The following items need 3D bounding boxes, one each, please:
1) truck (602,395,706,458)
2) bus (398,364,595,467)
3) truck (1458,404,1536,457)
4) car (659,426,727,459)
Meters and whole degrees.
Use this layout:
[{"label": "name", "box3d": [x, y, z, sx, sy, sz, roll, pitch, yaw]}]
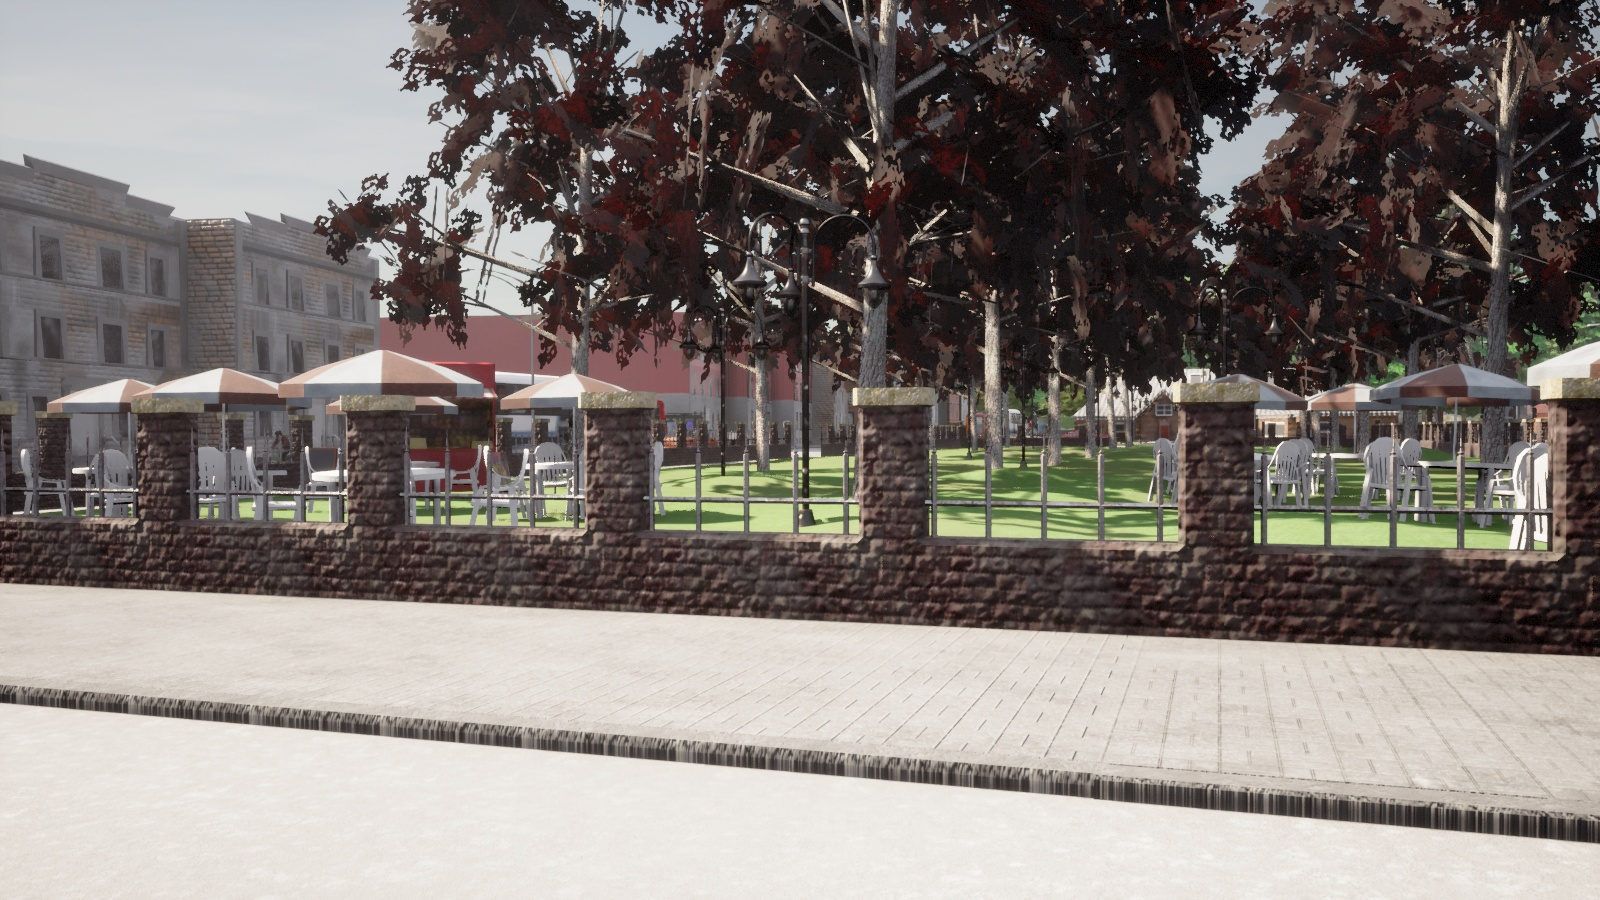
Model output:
[{"label": "truck", "box3d": [-8.387, -1.361, 73.335, 2.891, 3.462, 7.936, 1, 1, 18]}, {"label": "bus", "box3d": [-13.612, -1.524, 57.645, 3.944, 4.253, 10.273, 1, 1, 18]}, {"label": "truck", "box3d": [47.844, -1.360, 86.422, 2.891, 3.462, 7.936, 0, 1, 15]}, {"label": "car", "box3d": [-5.793, -0.433, 68.496, 2.097, 1.767, 4.553, 1, 1, 18]}]
